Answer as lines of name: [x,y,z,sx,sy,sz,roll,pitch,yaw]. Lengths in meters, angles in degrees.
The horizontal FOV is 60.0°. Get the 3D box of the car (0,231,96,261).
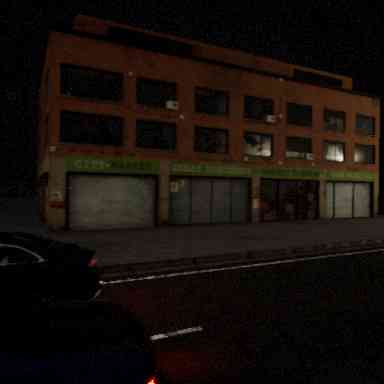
car: [-3.941,1.417,5.226,4.902,1.511,2.128,0,1,-27]

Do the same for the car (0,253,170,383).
car: [-2.809,1.506,2.154,5.357,1.411,2.033,0,0,-27]
